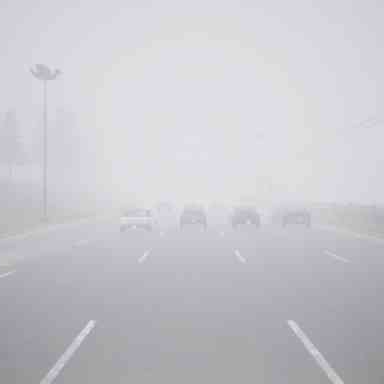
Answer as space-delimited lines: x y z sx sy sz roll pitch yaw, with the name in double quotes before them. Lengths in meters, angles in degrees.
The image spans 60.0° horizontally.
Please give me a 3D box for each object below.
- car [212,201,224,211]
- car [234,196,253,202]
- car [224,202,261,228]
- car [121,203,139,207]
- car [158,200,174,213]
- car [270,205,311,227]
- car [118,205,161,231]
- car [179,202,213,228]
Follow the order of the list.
"car" 3.569 1.957 46.314 1.994 1.385 4.181 0 0 0
"car" 7.068 1.610 45.675 2.150 2.045 5.566 0 0 0
"car" 3.601 1.705 23.659 1.837 1.490 4.892 0 -1 0
"car" -7.000 1.886 38.013 1.994 1.385 4.181 0 0 0
"car" -3.445 1.876 43.558 1.837 1.490 4.892 0 0 0
"car" 7.100 1.685 24.365 1.882 1.535 5.008 0 -1 0
"car" -3.399 1.785 21.739 1.895 1.301 4.718 0 -1 0
"car" 0.100 1.692 23.769 2.128 1.511 4.902 0 -1 0
